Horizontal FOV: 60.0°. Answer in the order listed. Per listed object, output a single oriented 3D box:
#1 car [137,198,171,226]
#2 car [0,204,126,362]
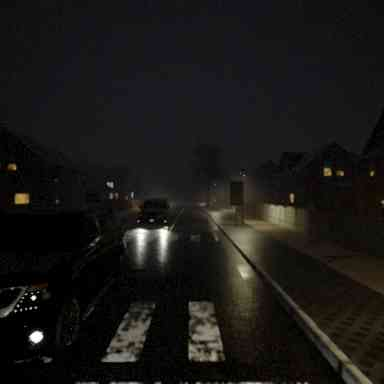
[{"bbox_3d":[-2.763,1.532,25.456,2.150,2.045,5.566,0,1,0],"label":"car"},{"bbox_3d":[-2.750,1.290,6.460,2.150,2.045,5.566,0,0,0],"label":"car"}]
